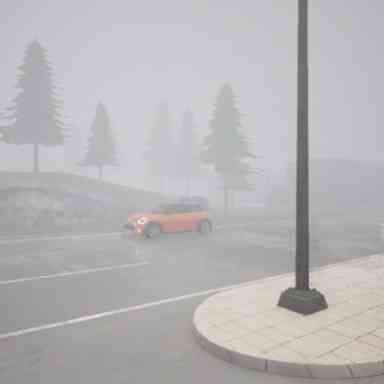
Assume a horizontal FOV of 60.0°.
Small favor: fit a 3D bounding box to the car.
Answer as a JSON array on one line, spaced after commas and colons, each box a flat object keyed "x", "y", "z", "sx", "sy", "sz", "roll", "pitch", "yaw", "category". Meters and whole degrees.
[{"x": -1.213, "y": 1.346, "z": 17.162, "sx": 4.553, "sy": 1.767, "sz": 2.097, "roll": 0, "pitch": 0, "yaw": -35, "category": "car"}]
